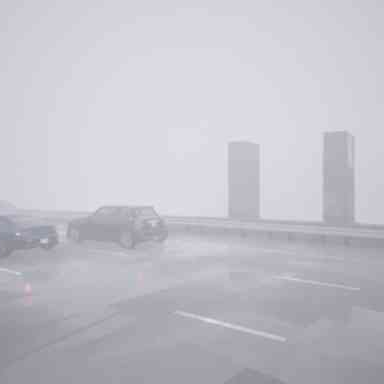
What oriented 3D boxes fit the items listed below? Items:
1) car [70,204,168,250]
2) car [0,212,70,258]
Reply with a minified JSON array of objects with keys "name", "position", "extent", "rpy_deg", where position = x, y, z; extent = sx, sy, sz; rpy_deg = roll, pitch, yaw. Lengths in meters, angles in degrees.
[{"name":"car","position":[-3.322,1.318,14.409],"extent":[4.553,1.767,2.097],"rpy_deg":[0,0,32]},{"name":"car","position":[-7.019,1.499,12.579],"extent":[4.674,1.442,1.812],"rpy_deg":[0,0,31]}]
